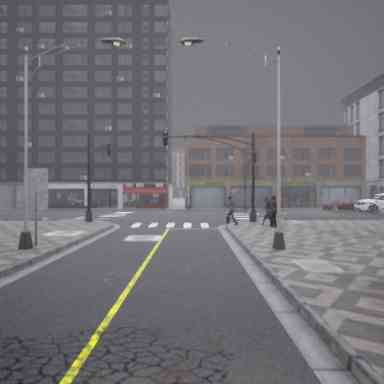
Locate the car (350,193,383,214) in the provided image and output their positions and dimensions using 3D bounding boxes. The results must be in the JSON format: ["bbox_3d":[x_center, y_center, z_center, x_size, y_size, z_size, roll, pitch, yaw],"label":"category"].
[{"bbox_3d":[19.624,1.155,33.866,5.566,2.045,2.150,0,0,0],"label":"car"}]

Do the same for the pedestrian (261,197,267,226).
[{"bbox_3d":[4.424,1.108,19.556,0.375,1.860,0.375,0,0,0],"label":"pedestrian"}]

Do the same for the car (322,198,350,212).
[{"bbox_3d":[17.168,1.439,37.119,5.008,1.535,1.882,0,0,0],"label":"car"}]

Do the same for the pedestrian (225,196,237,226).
[{"bbox_3d":[2.326,1.120,20.098,0.375,1.860,0.375,0,0,0],"label":"pedestrian"}]

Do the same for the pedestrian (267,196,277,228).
[{"bbox_3d":[4.646,1.118,18.891,0.375,1.860,0.375,0,0,0],"label":"pedestrian"}]
